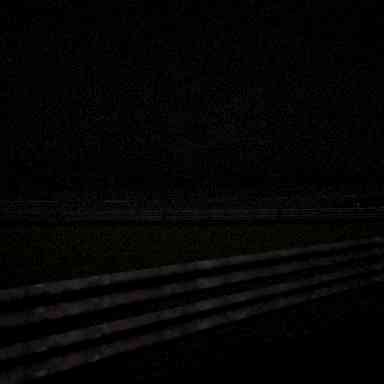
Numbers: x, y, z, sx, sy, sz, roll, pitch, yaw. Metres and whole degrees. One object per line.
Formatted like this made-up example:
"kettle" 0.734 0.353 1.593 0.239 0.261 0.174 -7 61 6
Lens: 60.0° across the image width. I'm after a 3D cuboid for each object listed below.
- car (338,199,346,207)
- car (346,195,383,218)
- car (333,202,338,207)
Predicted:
"car" 19.331 1.591 36.619 4.902 1.511 2.128 -2 1 6
"car" 18.959 1.315 33.136 5.566 2.045 2.150 -2 1 6
"car" 19.728 1.509 40.096 5.008 1.535 1.882 -2 1 6
